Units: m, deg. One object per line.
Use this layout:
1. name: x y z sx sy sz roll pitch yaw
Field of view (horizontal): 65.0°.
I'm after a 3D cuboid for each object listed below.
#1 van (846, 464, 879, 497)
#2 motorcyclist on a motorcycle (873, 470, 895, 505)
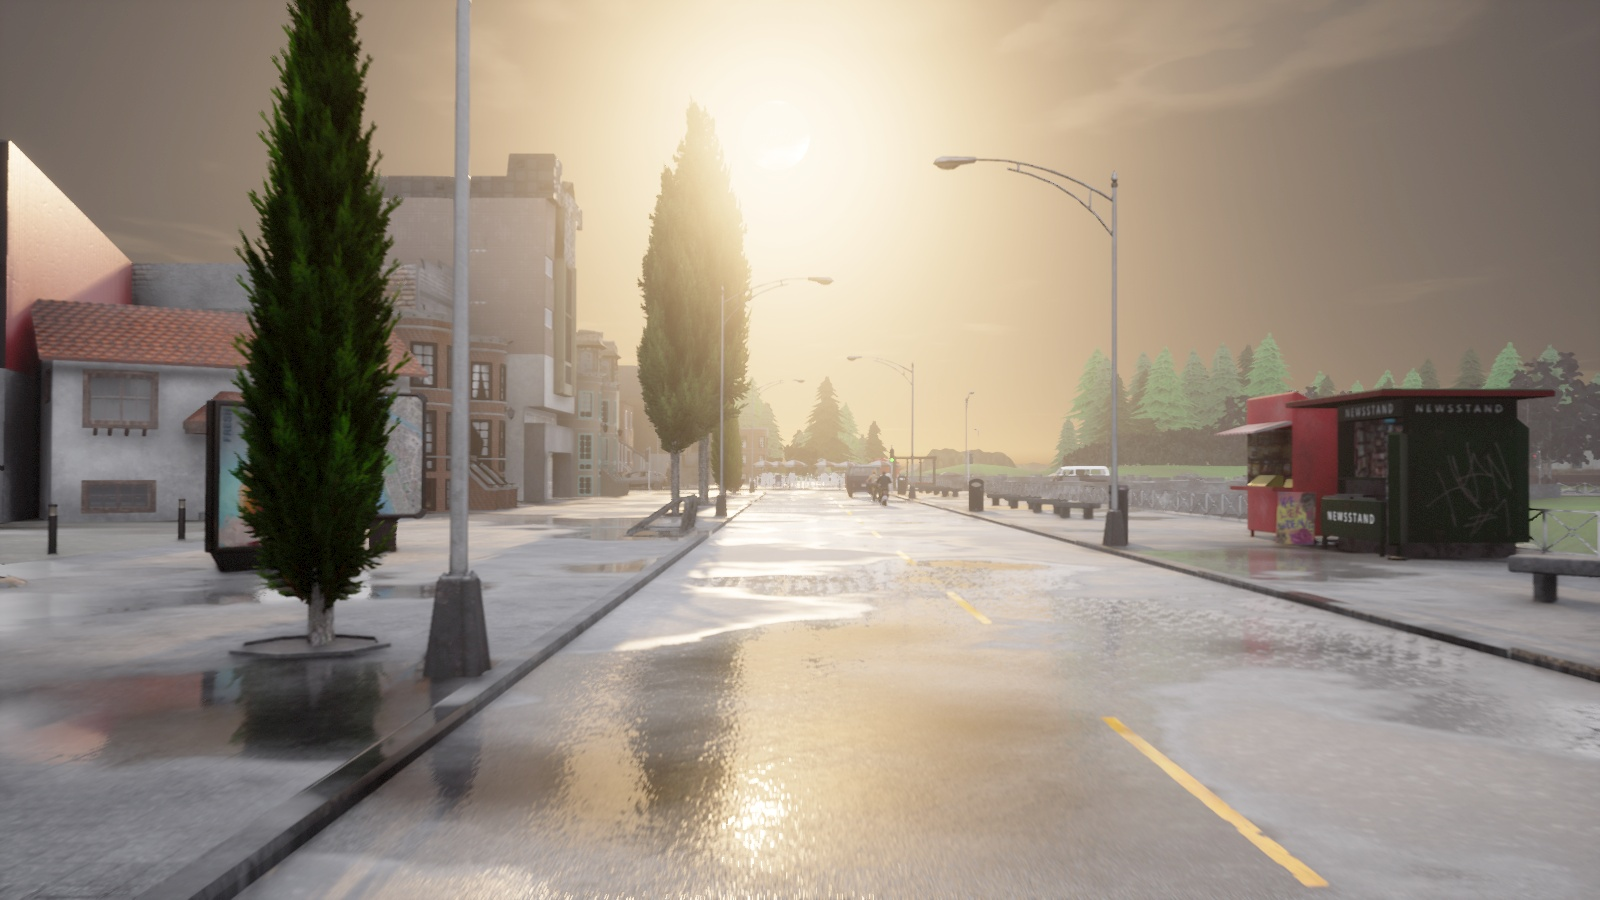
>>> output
1. van: 3.799 1.843 77.122 1.775 1.987 4.442 0 -1 0
2. motorcyclist on a motorcycle: 3.850 1.716 57.557 0.866 1.590 1.817 0 -1 0
